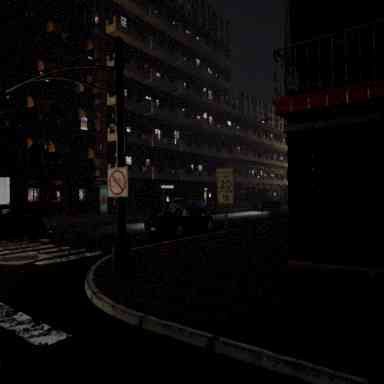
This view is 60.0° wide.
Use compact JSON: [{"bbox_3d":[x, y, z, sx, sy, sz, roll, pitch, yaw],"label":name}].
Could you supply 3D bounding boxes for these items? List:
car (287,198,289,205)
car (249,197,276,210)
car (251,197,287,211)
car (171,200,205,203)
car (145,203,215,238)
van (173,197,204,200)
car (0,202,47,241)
[{"bbox_3d":[15.761,1.495,52.939,1.752,1.417,4.829,-1,-1,36],"label":"car"},{"bbox_3d":[9.359,1.430,44.030,1.967,1.590,4.097,-1,-1,36],"label":"car"},{"bbox_3d":[8.956,1.438,39.212,2.128,1.511,4.902,-1,-1,36],"label":"car"},{"bbox_3d":[-0.593,1.543,25.947,1.994,1.385,4.181,-1,-1,36],"label":"car"},{"bbox_3d":[-0.488,1.435,16.812,2.008,1.369,4.403,-1,-1,36],"label":"car"},{"bbox_3d":[-0.392,1.365,30.457,1.690,1.788,3.998,-1,-1,36],"label":"van"},{"bbox_3d":[-8.860,1.367,14.446,2.097,1.767,4.553,-1,-1,36],"label":"car"}]
